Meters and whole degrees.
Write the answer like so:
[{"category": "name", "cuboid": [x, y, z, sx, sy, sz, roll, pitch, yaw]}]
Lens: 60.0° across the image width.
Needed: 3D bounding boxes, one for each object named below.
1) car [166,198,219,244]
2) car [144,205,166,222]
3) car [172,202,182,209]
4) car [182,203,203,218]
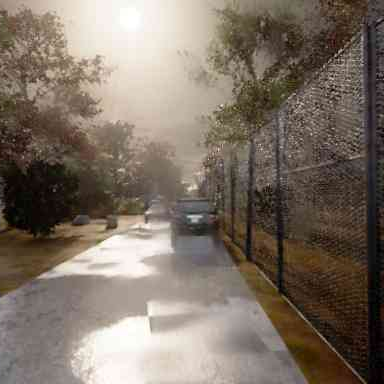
[{"category": "car", "cuboid": [0.125, 1.302, 16.520, 2.150, 2.045, 5.566, 0, -1, 0]}, {"category": "car", "cuboid": [-2.903, 1.786, 28.641, 2.033, 1.411, 5.357, 0, -1, 0]}, {"category": "car", "cuboid": [-3.076, 2.807, 69.402, 2.033, 1.411, 5.357, 0, -2, 0]}, {"category": "car", "cuboid": [0.022, 1.897, 34.283, 1.994, 1.385, 4.181, 0, -1, 0]}]
